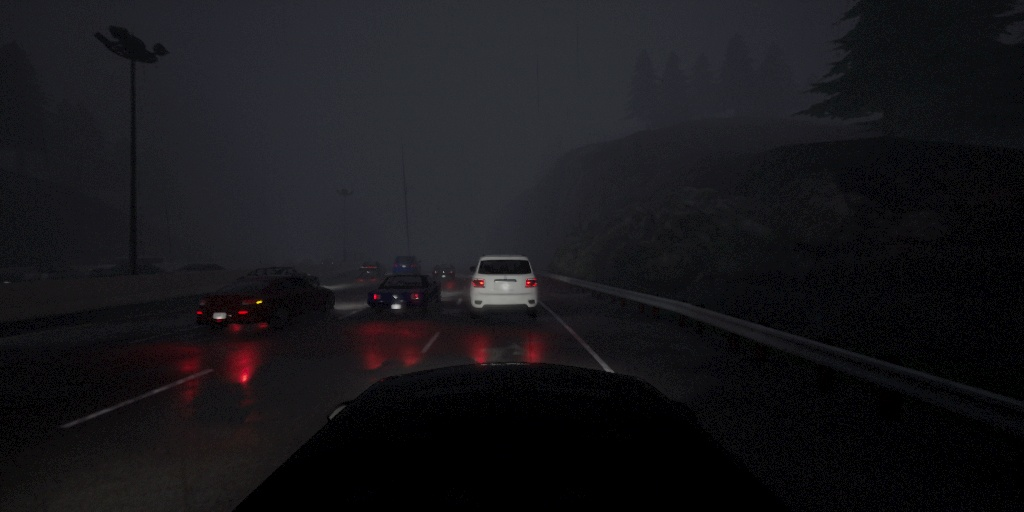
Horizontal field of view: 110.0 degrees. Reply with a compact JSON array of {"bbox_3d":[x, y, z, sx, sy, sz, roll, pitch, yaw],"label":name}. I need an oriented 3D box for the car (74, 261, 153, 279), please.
[{"bbox_3d":[-26.342,1.313,24.678,1.837,1.490,4.892,0,0,-8],"label":"car"}]

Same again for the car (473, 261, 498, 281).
[{"bbox_3d":[-2.435,1.261,31.622,1.837,1.490,4.892,0,0,-9],"label":"car"}]

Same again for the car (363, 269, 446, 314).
[{"bbox_3d":[-3.913,1.360,13.896,1.895,1.301,4.718,0,0,-4],"label":"car"}]

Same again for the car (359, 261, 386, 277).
[{"bbox_3d":[-13.791,1.272,35.645,2.128,1.511,4.902,0,0,-11],"label":"car"}]

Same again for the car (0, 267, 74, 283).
[{"bbox_3d":[-33.560,1.425,25.800,1.895,1.301,4.718,0,0,-9],"label":"car"}]

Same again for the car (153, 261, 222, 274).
[{"bbox_3d":[-23.043,1.305,26.259,1.837,1.490,4.892,0,0,-8],"label":"car"}]

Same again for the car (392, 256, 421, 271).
[{"bbox_3d":[-9.911,0.994,33.986,2.150,2.045,5.566,0,0,-10],"label":"car"}]

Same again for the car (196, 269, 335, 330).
[{"bbox_3d":[-7.263,1.292,11.076,1.812,1.442,4.674,0,0,-3],"label":"car"}]

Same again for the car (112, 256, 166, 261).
[{"bbox_3d":[-30.514,1.038,28.857,2.150,2.045,5.566,0,0,-10],"label":"car"}]

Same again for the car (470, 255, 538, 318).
[{"bbox_3d":[-0.362,0.972,13.267,2.150,2.045,5.566,0,0,-4],"label":"car"}]

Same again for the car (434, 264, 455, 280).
[{"bbox_3d":[-5.966,1.364,31.665,1.895,1.301,4.718,0,0,-9],"label":"car"}]

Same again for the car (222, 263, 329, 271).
[{"bbox_3d":[-11.241,1.266,17.584,2.128,1.511,4.902,0,0,-5],"label":"car"}]
